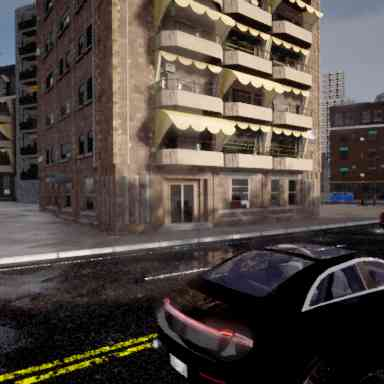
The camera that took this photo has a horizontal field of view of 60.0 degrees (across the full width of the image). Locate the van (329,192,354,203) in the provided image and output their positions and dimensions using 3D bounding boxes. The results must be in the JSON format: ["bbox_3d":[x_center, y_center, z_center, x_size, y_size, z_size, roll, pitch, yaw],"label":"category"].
[{"bbox_3d":[26.029,0.901,57.900,3.998,1.788,1.690,1,0,22],"label":"van"}]

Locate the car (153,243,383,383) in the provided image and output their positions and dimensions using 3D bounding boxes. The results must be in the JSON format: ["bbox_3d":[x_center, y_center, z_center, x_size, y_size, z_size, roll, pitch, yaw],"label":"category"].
[{"bbox_3d":[1.848,1.492,4.675,4.902,1.511,2.128,0,0,-35],"label":"car"}]

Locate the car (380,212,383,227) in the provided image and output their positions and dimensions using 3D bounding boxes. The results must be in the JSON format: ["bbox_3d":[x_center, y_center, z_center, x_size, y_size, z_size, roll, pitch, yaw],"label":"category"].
[{"bbox_3d":[14.258,1.481,21.921,5.008,1.535,1.882,0,0,-37],"label":"car"}]
